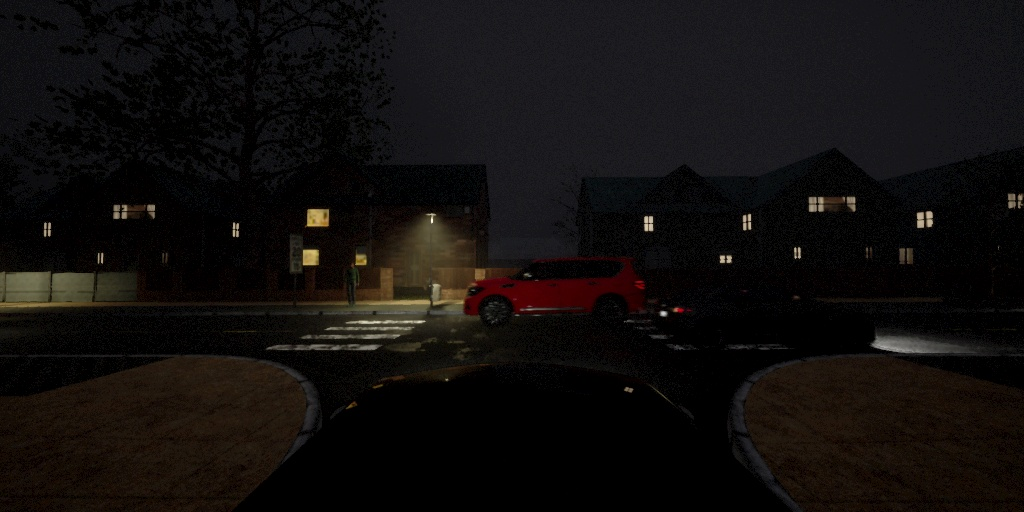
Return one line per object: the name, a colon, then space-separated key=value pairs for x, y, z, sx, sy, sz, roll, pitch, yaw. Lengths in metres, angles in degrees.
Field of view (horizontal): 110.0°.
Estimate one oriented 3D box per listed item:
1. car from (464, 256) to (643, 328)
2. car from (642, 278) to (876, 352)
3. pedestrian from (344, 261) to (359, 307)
car: x=1.309 y=1.049 z=11.271 sx=5.566 sy=2.045 sz=2.150 roll=-1 pitch=-1 yaw=2
car: x=5.476 y=1.274 z=8.183 sx=4.181 sy=1.385 sz=1.994 roll=-1 pitch=-1 yaw=2
pedestrian: x=-6.453 y=1.113 z=14.428 sx=0.375 sy=1.860 sz=0.375 roll=0 pitch=-1 yaw=2
